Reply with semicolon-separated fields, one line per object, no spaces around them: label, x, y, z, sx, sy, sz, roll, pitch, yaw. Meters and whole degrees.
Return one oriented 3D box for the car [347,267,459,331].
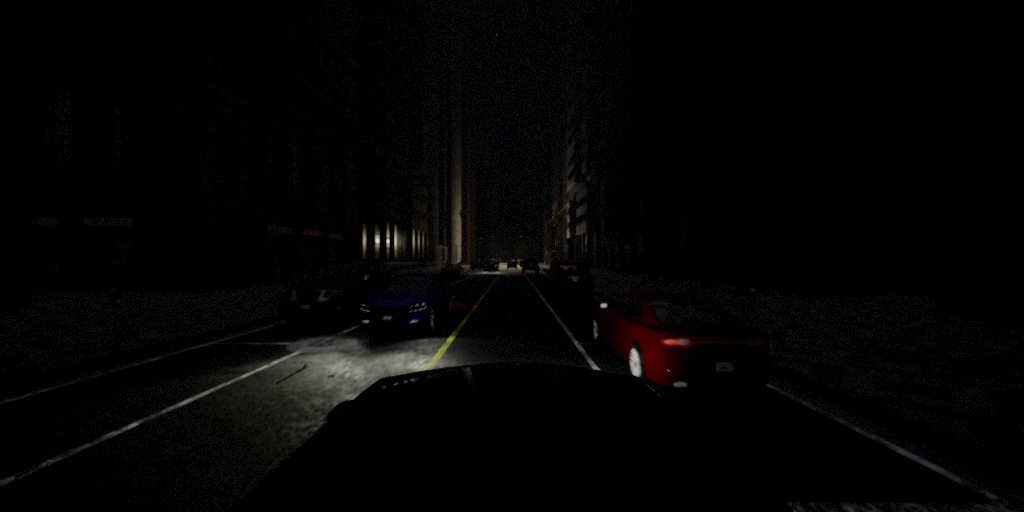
car;-3.097;1.277;11.405;1.882;1.535;5.008;0;0;0

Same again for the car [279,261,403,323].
car;-5.760;1.120;12.513;2.192;1.841;5.009;0;0;0

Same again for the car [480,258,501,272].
car;-3.054;1.382;52.219;2.097;1.767;4.553;0;0;0

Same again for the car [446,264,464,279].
car;-5.753;1.474;35.060;1.888;1.381;4.507;0;0;0

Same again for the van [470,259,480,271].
van;-5.746;1.402;57.606;1.690;1.789;3.998;0;0;0

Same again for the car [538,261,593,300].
car;2.767;1.149;18.162;2.192;1.841;5.009;0;0;0

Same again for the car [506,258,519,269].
car;0.020;1.630;64.924;1.812;1.442;4.674;0;0;0

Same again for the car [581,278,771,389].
car;2.763;1.321;6.890;1.888;1.381;4.507;0;0;0

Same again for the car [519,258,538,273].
car;2.408;1.230;47.693;2.150;2.045;5.566;0;0;0

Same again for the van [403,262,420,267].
van;-5.758;1.176;18.150;1.690;1.789;3.998;0;0;0
